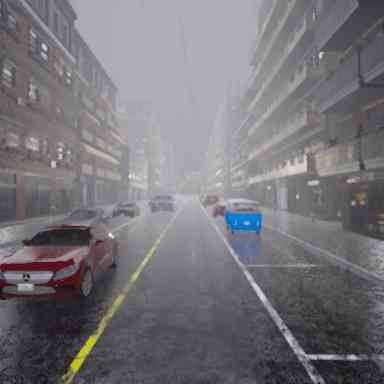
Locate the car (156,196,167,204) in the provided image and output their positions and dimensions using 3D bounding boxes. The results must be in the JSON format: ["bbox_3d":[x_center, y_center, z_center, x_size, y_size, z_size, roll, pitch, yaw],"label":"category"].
[{"bbox_3d":[-5.714,1.439,62.782,1.802,1.307,4.206,1,0,0],"label":"car"}]

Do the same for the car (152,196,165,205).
[{"bbox_3d":[-5.711,1.452,57.211,1.802,1.307,4.206,1,0,0],"label":"car"}]

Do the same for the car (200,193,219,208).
[{"bbox_3d":[2.679,1.209,46.033,2.192,1.841,5.009,1,0,0],"label":"car"}]

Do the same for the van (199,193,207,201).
[{"bbox_3d":[2.661,1.161,79.460,1.690,1.788,3.998,1,0,0],"label":"van"}]

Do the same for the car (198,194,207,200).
[{"bbox_3d":[2.655,1.358,85.032,2.008,1.369,4.403,1,0,0],"label":"car"}]

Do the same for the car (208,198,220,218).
[{"bbox_3d":[2.685,1.476,29.320,1.887,1.381,4.507,1,0,0],"label":"car"}]

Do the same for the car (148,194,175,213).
[{"bbox_3d":[-3.019,1.235,35.610,2.150,2.045,5.566,0,0,0],"label":"car"}]

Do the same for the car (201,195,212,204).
[{"bbox_3d":[2.667,1.381,62.917,1.752,1.417,4.829,1,0,0],"label":"car"}]

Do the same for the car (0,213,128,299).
[{"bbox_3d":[-3.097,1.506,8.520,1.812,1.442,4.674,0,0,0],"label":"car"}]

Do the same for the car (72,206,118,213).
[{"bbox_3d":[-5.689,1.524,18.214,1.947,1.339,4.313,1,0,0],"label":"car"}]

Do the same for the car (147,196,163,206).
[{"bbox_3d":[-5.707,1.427,51.641,1.887,1.381,4.507,1,0,0],"label":"car"}]

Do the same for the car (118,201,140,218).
[{"bbox_3d":[-5.695,1.498,29.356,1.947,1.339,4.313,1,0,0],"label":"car"}]

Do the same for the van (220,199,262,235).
[{"bbox_3d":[2.694,1.298,18.179,1.690,1.788,3.998,1,0,0],"label":"van"}]

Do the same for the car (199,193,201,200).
[{"bbox_3d":[2.676,1.196,51.604,2.192,1.841,5.009,1,0,0],"label":"car"}]
